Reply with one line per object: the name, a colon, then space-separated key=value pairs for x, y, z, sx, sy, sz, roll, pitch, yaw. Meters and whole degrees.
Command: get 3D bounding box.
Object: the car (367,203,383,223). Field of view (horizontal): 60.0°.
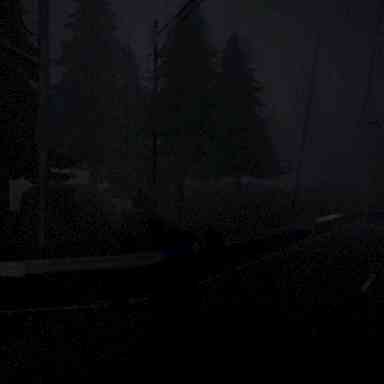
car: x=15.555 y=1.657 z=26.952 sx=1.882 sy=1.535 sz=5.008 roll=0 pitch=0 yaw=37
